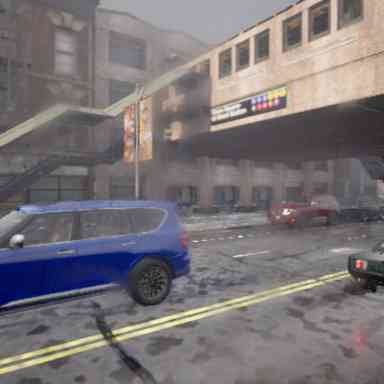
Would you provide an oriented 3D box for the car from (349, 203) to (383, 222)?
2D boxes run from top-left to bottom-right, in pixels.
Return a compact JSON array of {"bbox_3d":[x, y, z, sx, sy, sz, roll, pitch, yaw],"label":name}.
[{"bbox_3d":[13.355,1.537,25.984,4.718,1.301,1.895,0,0,-36],"label":"car"}]

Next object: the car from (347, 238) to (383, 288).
[{"bbox_3d":[5.800,1.585,7.923,4.718,1.301,1.895,0,0,-36],"label":"car"}]

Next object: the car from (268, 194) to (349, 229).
[{"bbox_3d":[7.392,1.174,21.609,5.566,2.045,2.435,0,0,-36],"label":"car"}]

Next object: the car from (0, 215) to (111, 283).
[{"bbox_3d":[-4.810,1.489,9.124,4.674,1.442,1.812,0,0,-36],"label":"car"}]

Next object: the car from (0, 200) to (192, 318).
[{"bbox_3d":[-2.608,1.196,6.395,5.566,2.045,2.150,0,0,-36],"label":"car"}]
